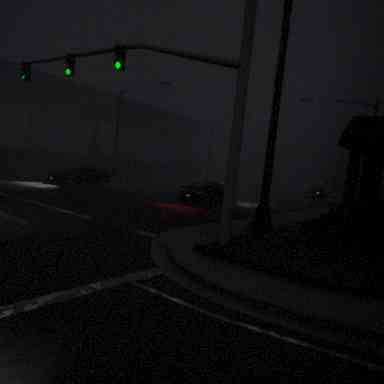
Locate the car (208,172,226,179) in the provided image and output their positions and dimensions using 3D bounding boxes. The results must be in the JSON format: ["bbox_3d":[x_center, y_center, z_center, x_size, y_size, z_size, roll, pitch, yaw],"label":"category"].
[{"bbox_3d":[4.391,-1.405,43.747,2.097,1.767,4.553,9,5,37],"label":"car"}]

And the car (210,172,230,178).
[{"bbox_3d":[7.099,-4.257,83.651,4.536,1.218,1.853,4,5,-25],"label":"car"}]

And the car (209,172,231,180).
[{"bbox_3d":[7.130,-4.097,83.685,4.974,1.542,2.038,4,5,-25],"label":"car"}]

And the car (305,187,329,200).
[{"bbox_3d":[15.472,0.155,41.080,1.812,1.442,4.674,9,5,36],"label":"car"}]

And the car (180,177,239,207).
[{"bbox_3d":[1.258,0.073,22.043,1.882,1.535,5.008,9,5,36],"label":"car"}]

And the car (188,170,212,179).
[{"bbox_3d":[1.795,-4.005,75.220,4.974,1.542,2.038,5,4,-10],"label":"car"}]

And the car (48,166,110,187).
[{"bbox_3d":[-8.781,-1.282,26.175,1.837,1.490,4.892,9,6,36],"label":"car"}]

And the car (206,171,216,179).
[{"bbox_3d":[4.545,-4.001,78.917,2.038,1.542,4.974,6,4,0],"label":"car"}]

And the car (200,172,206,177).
[{"bbox_3d":[1.761,-4.166,75.198,4.536,1.218,1.853,5,4,-10],"label":"car"}]

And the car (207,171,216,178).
[{"bbox_3d":[4.561,-4.161,78.957,1.853,1.218,4.536,6,4,0],"label":"car"}]
